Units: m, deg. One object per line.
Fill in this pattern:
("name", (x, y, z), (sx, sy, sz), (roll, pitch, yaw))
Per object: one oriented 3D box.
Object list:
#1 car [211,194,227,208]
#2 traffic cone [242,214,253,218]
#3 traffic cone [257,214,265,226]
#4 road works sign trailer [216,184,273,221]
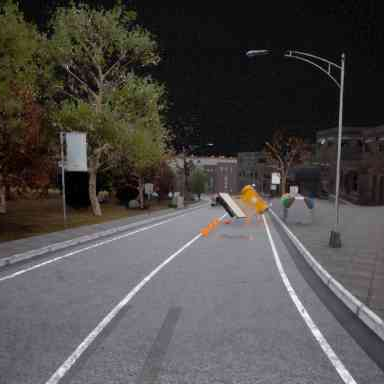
("car", (3.691, 1.402, 44.371), (1.994, 1.385, 4.181), (1, 0, 10))
("traffic cone", (3.680, 1.927, 22.008), (0.340, 0.580, 0.340), (2, 2, 7))
("traffic cone", (4.669, 1.946, 21.984), (0.340, 0.580, 0.340), (1, 0, 20))
("road works sign trailer", (3.297, 1.093, 23.644), (3.560, 2.880, 2.380), (4, 42, -51))
